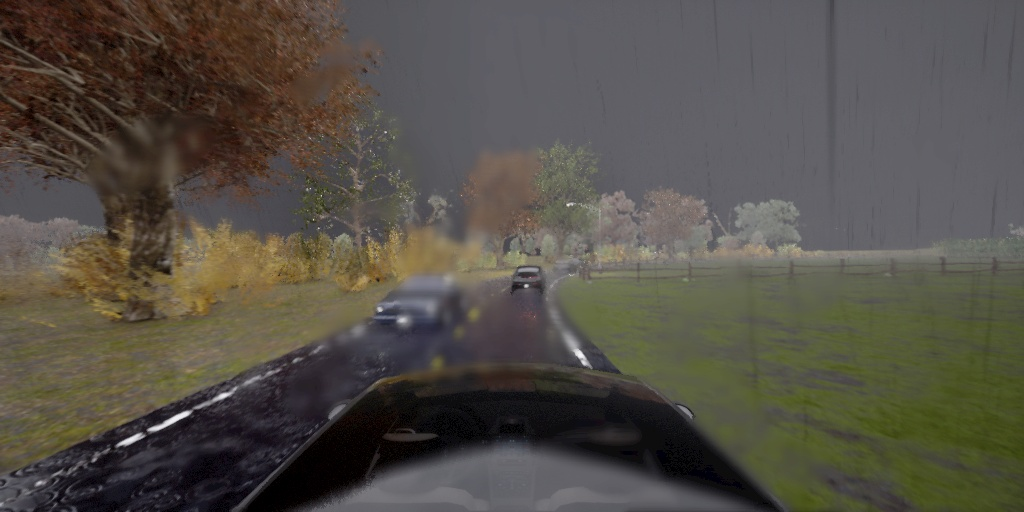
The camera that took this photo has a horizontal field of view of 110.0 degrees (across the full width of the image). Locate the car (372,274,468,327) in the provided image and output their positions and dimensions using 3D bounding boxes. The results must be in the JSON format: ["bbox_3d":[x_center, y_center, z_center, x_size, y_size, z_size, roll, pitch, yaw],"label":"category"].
[{"bbox_3d":[-2.689,1.305,11.894,2.033,1.411,5.357,0,0,2],"label":"car"}]

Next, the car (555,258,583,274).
[{"bbox_3d":[6.072,1.200,39.597,2.128,1.511,4.902,0,0,21],"label":"car"}]

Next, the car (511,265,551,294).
[{"bbox_3d":[1.073,1.267,20.480,1.837,1.490,4.892,0,0,8],"label":"car"}]
